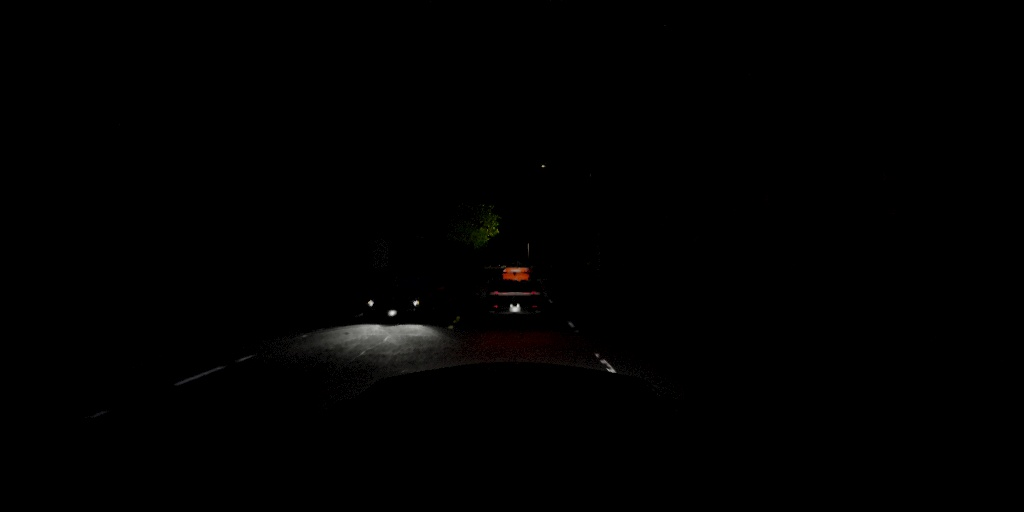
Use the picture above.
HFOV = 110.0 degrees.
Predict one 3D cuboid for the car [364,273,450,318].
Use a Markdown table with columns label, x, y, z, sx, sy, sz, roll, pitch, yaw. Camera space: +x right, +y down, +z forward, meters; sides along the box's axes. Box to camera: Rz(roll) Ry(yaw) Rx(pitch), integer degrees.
| label | x | y | z | sx | sy | sz | roll | pitch | yaw |
| --- | --- | --- | --- | --- | --- | --- | --- | --- | --- |
| car | -3.588 | 1.340 | 13.406 | 2.033 | 1.411 | 5.357 | 0 | 0 | 0 |

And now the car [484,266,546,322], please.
| label | x | y | z | sx | sy | sz | roll | pitch | yaw |
| --- | --- | --- | --- | --- | --- | --- | --- | --- | --- |
| car | 0.091 | 1.280 | 12.424 | 2.128 | 1.511 | 4.902 | 0 | 0 | 0 |

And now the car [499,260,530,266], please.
| label | x | y | z | sx | sy | sz | roll | pitch | yaw |
| --- | --- | --- | --- | --- | --- | --- | --- | --- | --- |
| car | 0.581 | 1.189 | 27.803 | 2.097 | 1.767 | 4.553 | 0 | 0 | 7 |
